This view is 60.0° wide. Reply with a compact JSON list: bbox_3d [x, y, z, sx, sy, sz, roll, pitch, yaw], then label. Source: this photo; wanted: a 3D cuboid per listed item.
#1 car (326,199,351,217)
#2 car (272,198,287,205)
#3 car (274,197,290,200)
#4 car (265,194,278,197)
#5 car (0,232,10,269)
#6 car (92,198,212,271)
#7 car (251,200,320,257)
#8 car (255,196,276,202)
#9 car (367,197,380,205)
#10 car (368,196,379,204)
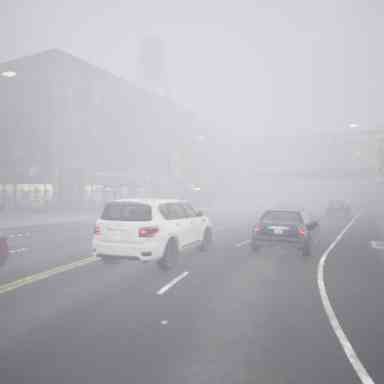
[{"bbox_3d":[15.243,1.543,34.548,2.097,1.767,4.553,1,0,29],"label":"car"},{"bbox_3d":[17.950,1.829,67.939,1.895,1.301,4.718,1,0,28],"label":"car"},{"bbox_3d":[13.010,1.733,45.409,1.994,1.385,4.181,1,0,29],"label":"car"},{"bbox_3d":[14.432,1.419,61.436,2.435,2.045,5.566,1,0,28],"label":"car"},{"bbox_3d":[-6.100,1.408,6.720,1.882,1.535,5.008,0,0,13],"label":"car"},{"bbox_3d":[-1.020,1.213,11.263,2.150,2.045,5.566,0,0,20],"label":"car"},{"bbox_3d":[3.948,1.403,13.574,2.097,1.767,4.553,1,0,26],"label":"car"},{"bbox_3d":[9.950,1.697,47.103,1.994,1.385,4.181,1,0,29],"label":"car"},{"bbox_3d":[38.021,1.951,69.719,2.231,1.521,4.892,1,0,38],"label":"car"},{"bbox_3d":[43.243,1.889,79.145,2.185,1.767,4.553,1,0,28],"label":"car"}]
